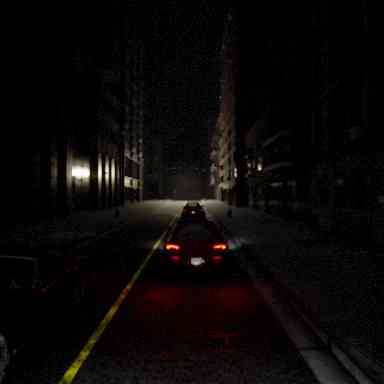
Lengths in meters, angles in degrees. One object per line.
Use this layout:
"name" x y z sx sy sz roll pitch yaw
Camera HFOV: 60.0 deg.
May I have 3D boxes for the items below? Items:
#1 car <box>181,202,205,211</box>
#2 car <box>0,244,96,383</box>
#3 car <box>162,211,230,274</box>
"car" 0.101 1.573 28.236 1.994 1.385 4.181 0 0 0
"car" -3.101 1.603 5.280 1.895 1.301 4.718 0 0 0
"car" 0.100 1.530 10.476 1.812 1.442 4.674 0 0 0
